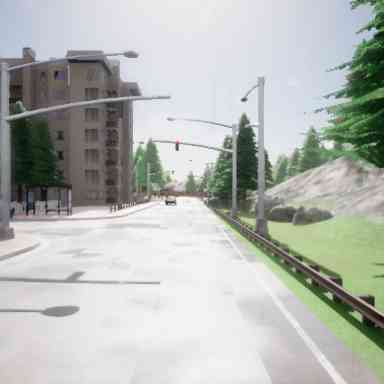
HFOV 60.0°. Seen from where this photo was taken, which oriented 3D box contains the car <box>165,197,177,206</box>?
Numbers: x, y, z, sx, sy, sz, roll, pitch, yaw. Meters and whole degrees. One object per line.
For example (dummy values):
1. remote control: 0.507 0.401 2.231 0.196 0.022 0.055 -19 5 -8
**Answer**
1. car: -3.500 1.470 56.382 2.033 1.411 5.357 0 0 0
